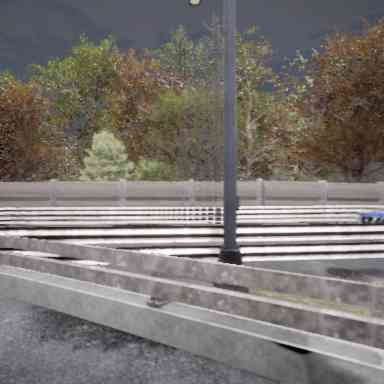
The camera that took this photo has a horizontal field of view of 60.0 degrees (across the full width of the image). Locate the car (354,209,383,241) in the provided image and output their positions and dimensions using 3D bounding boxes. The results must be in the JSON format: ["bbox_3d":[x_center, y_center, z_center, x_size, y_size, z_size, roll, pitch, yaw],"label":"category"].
[{"bbox_3d":[9.927,1.174,14.341,5.566,2.045,2.150,0,0,-8],"label":"car"}]
